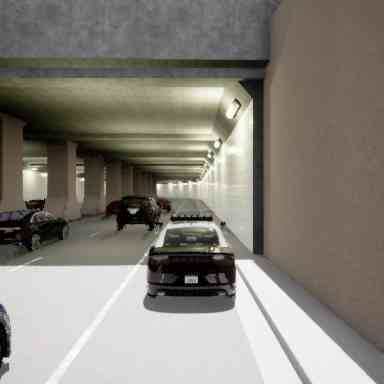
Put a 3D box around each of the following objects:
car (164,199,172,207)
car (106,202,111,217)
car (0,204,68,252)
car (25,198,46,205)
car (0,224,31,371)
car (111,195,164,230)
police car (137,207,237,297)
[{"bbox_3d":[-3.410,1.526,39.243,1.812,1.442,4.674,0,0,0],"label":"car"},{"bbox_3d":[-6.795,1.477,31.800,1.882,1.535,5.008,0,0,0],"label":"car"},{"bbox_3d":[-6.795,1.491,13.934,2.128,1.511,4.902,0,0,0],"label":"car"},{"bbox_3d":[-17.395,1.482,37.279,1.882,1.535,5.008,0,0,0],"label":"car"},{"bbox_3d":[-3.295,1.351,2.294,2.097,1.767,4.553,0,0,0],"label":"car"},{"bbox_3d":[-3.296,1.223,21.289,2.150,2.045,5.566,0,0,0],"label":"car"},{"bbox_3d":[-0.012,1.425,8.760,1.930,1.638,5.238,0,0,0],"label":"police car"}]
